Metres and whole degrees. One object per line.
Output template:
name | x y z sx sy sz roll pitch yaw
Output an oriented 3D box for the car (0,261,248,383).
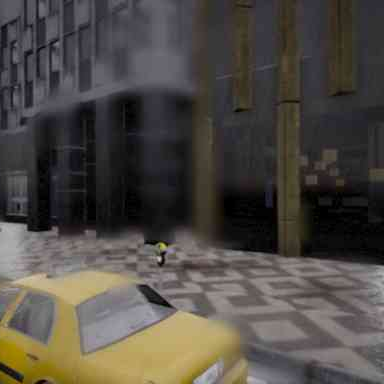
car | -1.727 1.560 4.192 4.829 1.417 1.752 -1 0 35
